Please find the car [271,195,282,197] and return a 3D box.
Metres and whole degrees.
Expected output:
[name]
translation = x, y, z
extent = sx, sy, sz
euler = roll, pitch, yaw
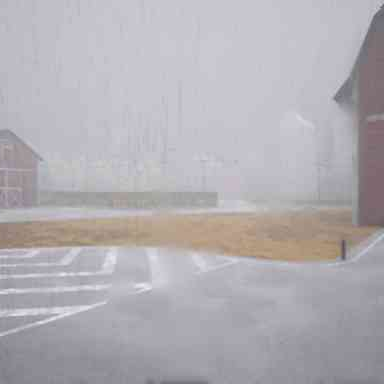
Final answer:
[car]
translation = 23.408, 1.524, 91.592
extent = 2.242, 1.667, 4.611
euler = 0, 0, 35
